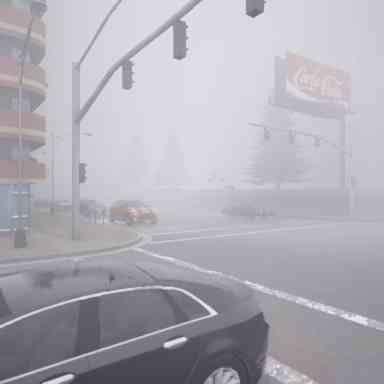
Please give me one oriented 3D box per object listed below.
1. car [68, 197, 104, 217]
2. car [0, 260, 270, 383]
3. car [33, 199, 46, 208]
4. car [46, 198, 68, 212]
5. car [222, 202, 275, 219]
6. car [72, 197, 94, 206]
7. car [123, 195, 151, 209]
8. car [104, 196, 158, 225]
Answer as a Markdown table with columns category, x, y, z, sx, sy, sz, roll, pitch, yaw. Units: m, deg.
| category | x | y | z | sx | sy | sz | roll | pitch | yaw |
| --- | --- | --- | --- | --- | --- | --- | --- | --- | --- |
| car | -9.610 | 1.491 | 31.292 | 2.128 | 1.511 | 4.902 | 0 | 0 | -36 |
| car | -1.394 | 1.505 | 2.997 | 4.892 | 1.490 | 1.837 | 0 | 0 | -36 |
| car | -21.215 | 1.601 | 47.397 | 1.895 | 1.301 | 4.718 | 0 | 0 | -35 |
| car | -15.278 | 1.478 | 39.136 | 1.882 | 1.535 | 5.008 | 0 | 0 | -36 |
| car | 4.825 | 1.547 | 29.167 | 2.033 | 1.411 | 5.357 | 0 | 0 | -32 |
| car | -18.182 | 1.547 | 55.400 | 2.033 | 1.411 | 5.357 | 0 | 0 | -36 |
| car | -7.919 | 1.352 | 47.198 | 2.097 | 1.767 | 4.553 | 0 | 0 | -36 |
| car | -4.274 | 1.352 | 23.925 | 2.097 | 1.767 | 4.553 | 0 | 0 | -36 |
